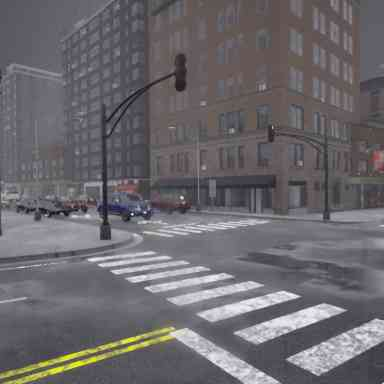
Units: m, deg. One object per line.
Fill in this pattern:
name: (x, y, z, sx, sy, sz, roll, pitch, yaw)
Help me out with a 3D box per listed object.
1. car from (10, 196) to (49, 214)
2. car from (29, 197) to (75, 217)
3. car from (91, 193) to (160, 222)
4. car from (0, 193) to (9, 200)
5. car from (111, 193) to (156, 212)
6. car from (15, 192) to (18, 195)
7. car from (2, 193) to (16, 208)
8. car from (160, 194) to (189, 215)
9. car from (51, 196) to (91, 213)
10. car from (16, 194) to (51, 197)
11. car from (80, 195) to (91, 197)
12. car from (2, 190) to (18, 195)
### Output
car: (-16.186, 1.376, 33.168, 1.947, 1.339, 4.313, 0, 1, -44)
car: (-12.354, 1.418, 29.213, 1.947, 1.339, 4.313, 0, 1, -44)
car: (-5.303, 1.091, 25.882, 2.150, 2.045, 5.566, -1, 1, -44)
car: (-40.730, 0.886, 70.747, 1.947, 1.339, 4.313, 0, 1, -44)
car: (-6.236, 1.047, 35.147, 2.192, 1.841, 5.009, 0, 1, -44)
car: (-29.232, 1.045, 58.882, 1.802, 1.307, 4.206, 0, 1, -44)
car: (-23.731, 1.248, 40.954, 1.752, 1.417, 4.829, 0, 1, -44)
car: (-2.403, 1.089, 31.192, 2.192, 1.841, 5.009, 0, 1, -44)
car: (-12.074, 1.395, 32.874, 1.895, 1.301, 4.718, -1, 1, -44)
car: (-19.351, 1.217, 40.404, 1.837, 1.490, 4.892, -1, 1, -44)
car: (-13.901, 1.085, 43.059, 1.967, 1.590, 4.097, 0, 1, -44)
car: (-31.905, 0.712, 57.934, 2.150, 2.045, 5.566, -1, 1, -44)
